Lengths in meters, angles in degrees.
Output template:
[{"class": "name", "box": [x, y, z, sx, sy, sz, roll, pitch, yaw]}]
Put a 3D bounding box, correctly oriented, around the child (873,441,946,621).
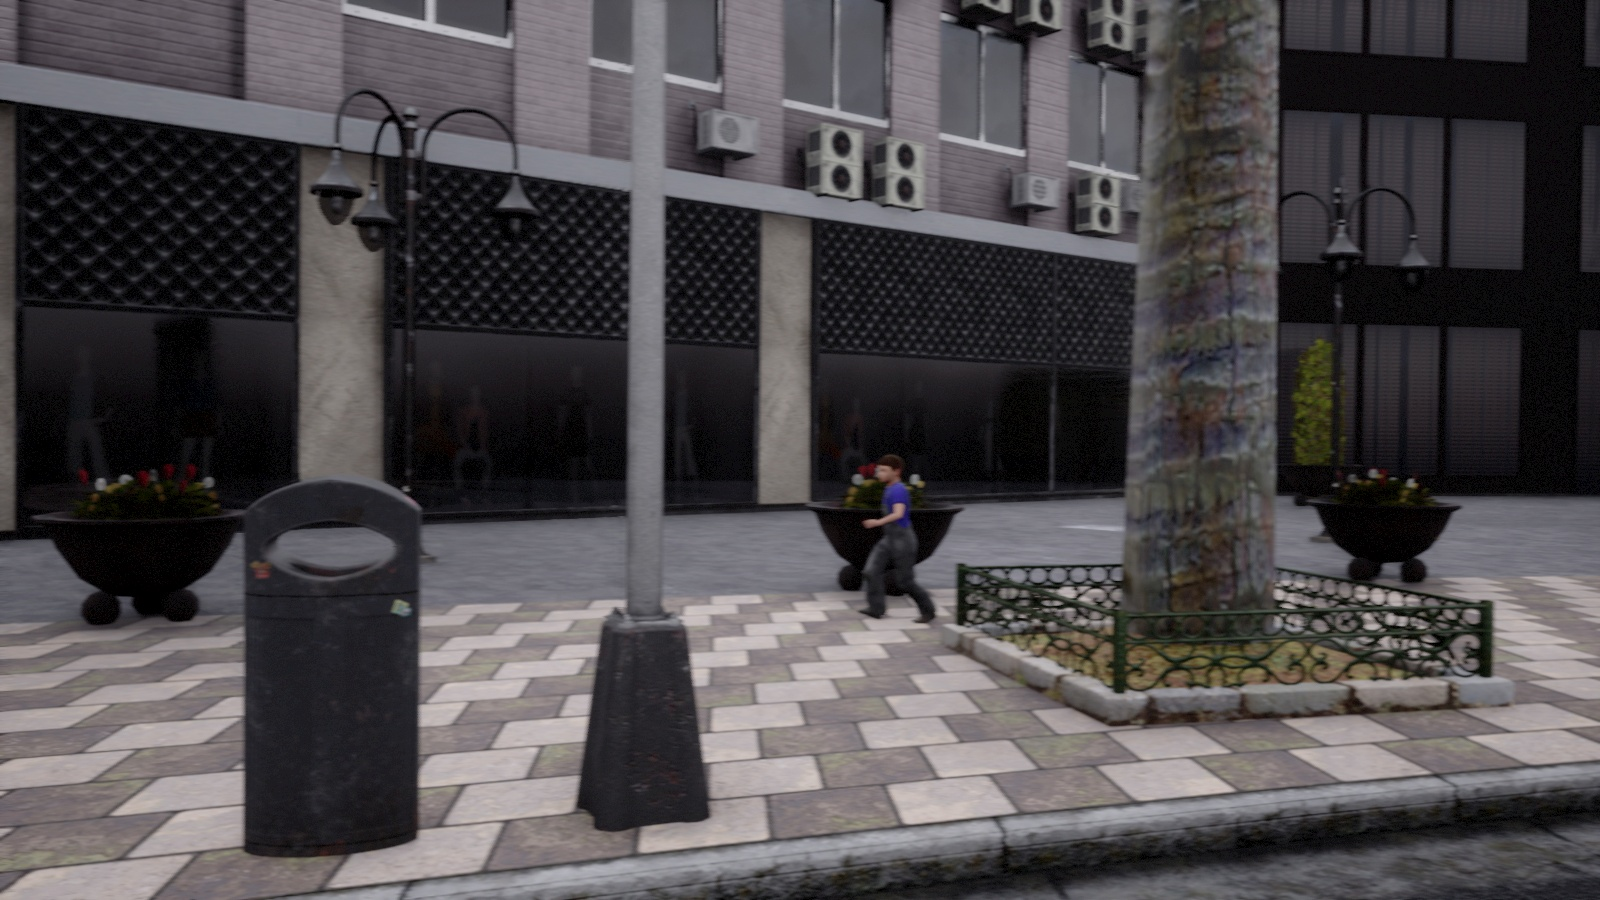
[{"class": "child", "box": [0.788, 0.572, 9.067, 0.437, 1.263, 0.270, -1, 1, -21]}]
